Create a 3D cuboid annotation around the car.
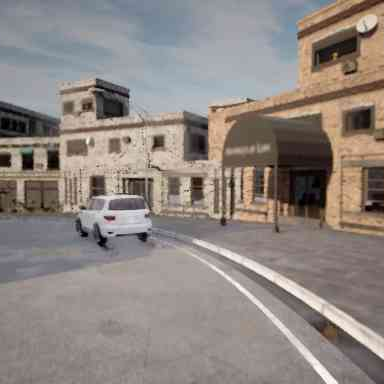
[{"bbox_3d":[-3.779,1.170,15.491,2.150,2.045,5.566,-1,1,-31],"label":"car"}]
